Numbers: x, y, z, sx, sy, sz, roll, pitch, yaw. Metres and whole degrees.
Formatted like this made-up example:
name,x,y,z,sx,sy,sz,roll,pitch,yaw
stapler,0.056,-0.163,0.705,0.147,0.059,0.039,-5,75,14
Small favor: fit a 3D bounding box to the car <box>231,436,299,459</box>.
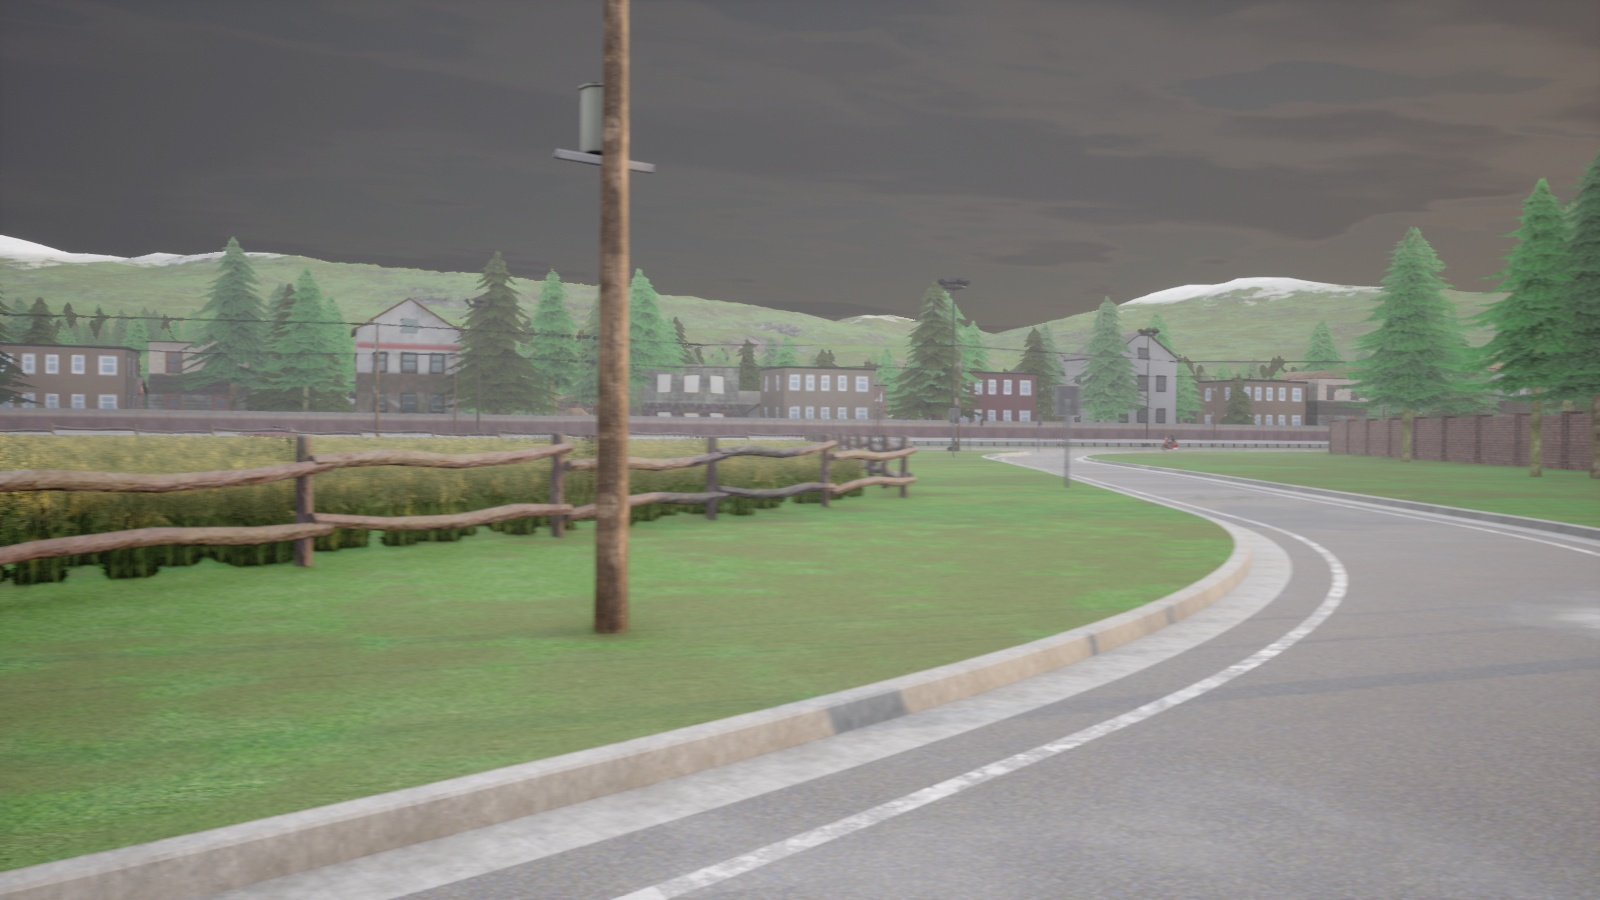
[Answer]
name,x,y,z,sx,sy,sz,roll,pitch,yaw
car,-36.231,-0.181,85.139,4.193,1.474,1.816,-1,1,-21
